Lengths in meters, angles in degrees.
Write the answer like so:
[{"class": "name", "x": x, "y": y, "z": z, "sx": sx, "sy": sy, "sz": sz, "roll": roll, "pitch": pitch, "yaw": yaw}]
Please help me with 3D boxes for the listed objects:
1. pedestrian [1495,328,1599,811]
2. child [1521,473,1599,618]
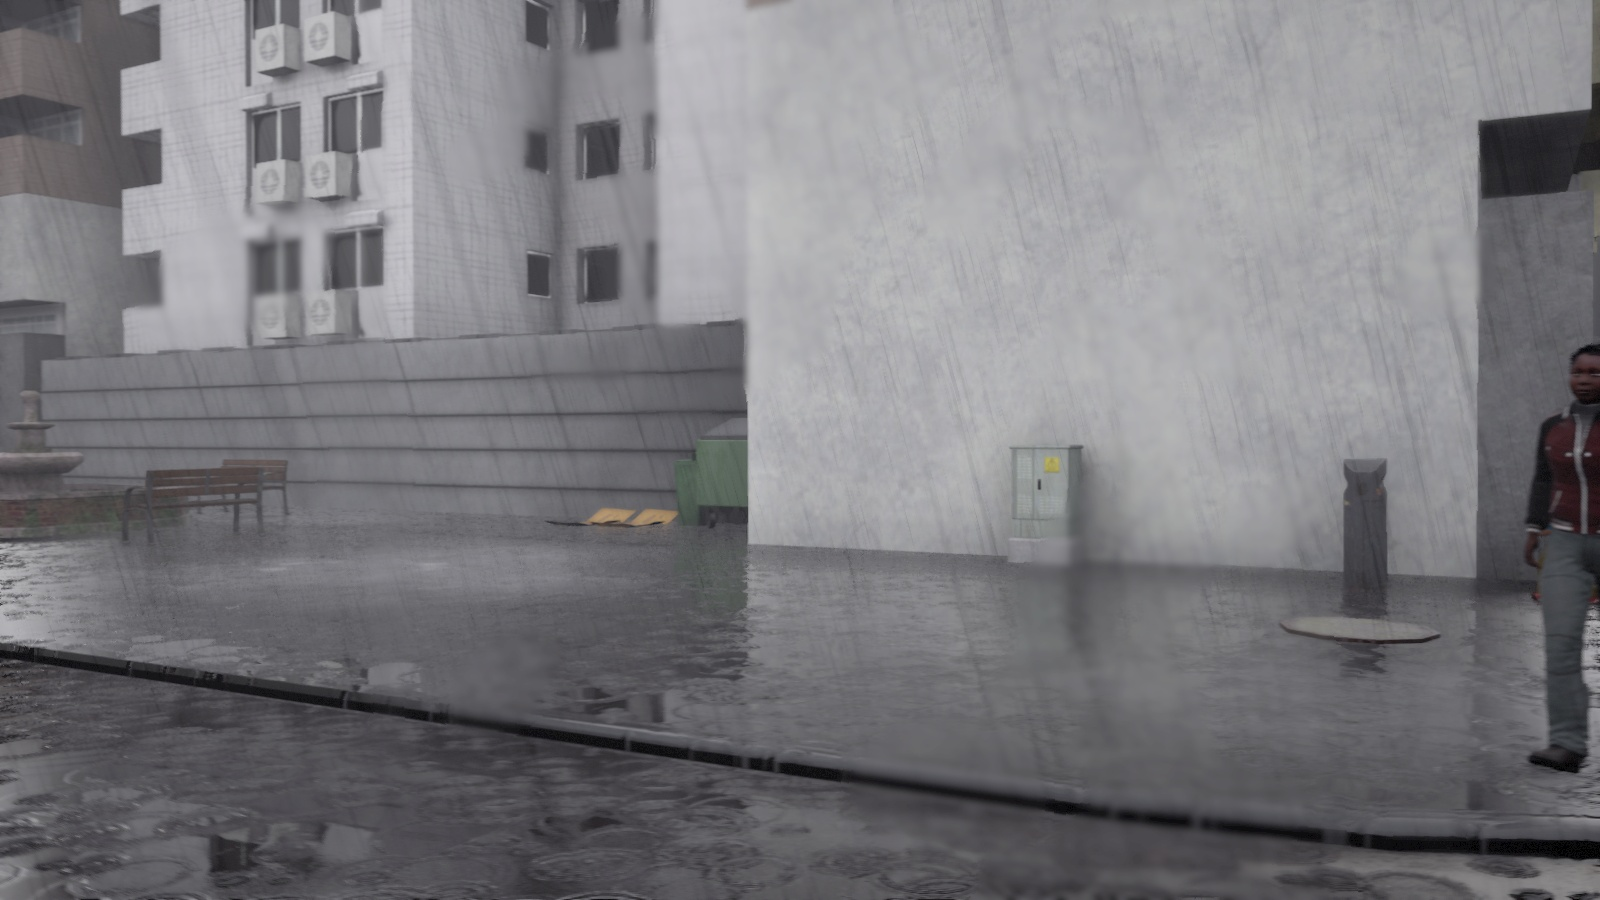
[{"class": "pedestrian", "x": 3.350, "y": 0.473, "z": 5.359, "sx": 0.666, "sy": 1.930, "sz": 0.402, "roll": 0, "pitch": 1, "yaw": -36}, {"class": "child", "x": 6.423, "y": 0.794, "z": 10.602, "sx": 0.448, "sy": 1.192, "sz": 0.343, "roll": 0, "pitch": 1, "yaw": -2}]
